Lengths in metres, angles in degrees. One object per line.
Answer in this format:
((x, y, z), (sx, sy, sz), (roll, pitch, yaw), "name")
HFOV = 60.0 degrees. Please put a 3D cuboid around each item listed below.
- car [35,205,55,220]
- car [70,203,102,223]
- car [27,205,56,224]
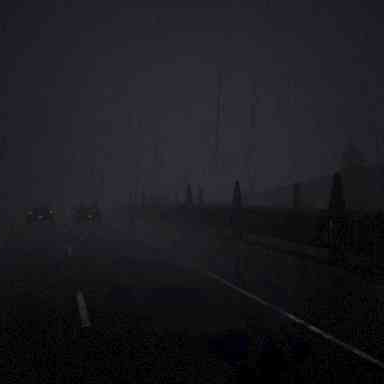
((-16.247, 2.286, 36.903), (1.882, 1.535, 5.008), (0, -4, -22), "car")
((-8.621, 1.691, 27.415), (2.128, 1.511, 4.902), (0, -2, -22), "car")
((-12.072, 1.731, 26.577), (1.812, 1.442, 4.674), (0, -2, -24), "car")
